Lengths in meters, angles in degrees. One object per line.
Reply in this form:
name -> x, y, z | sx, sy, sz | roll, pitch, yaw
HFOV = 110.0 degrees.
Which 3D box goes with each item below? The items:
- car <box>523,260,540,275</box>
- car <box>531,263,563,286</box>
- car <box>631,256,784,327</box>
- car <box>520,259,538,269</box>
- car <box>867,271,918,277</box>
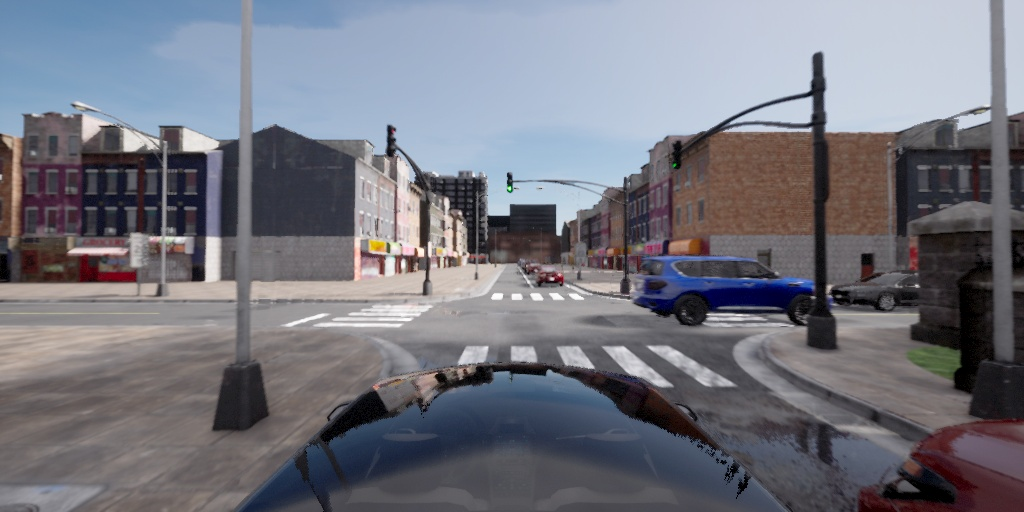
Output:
car -> 2.631, 1.491, 42.268 | 1.888, 1.381, 4.507 | 0, 0, 0
car -> 2.634, 1.403, 25.957 | 1.888, 1.381, 4.507 | 0, 0, 0
car -> 6.657, 1.024, 11.266 | 5.566, 2.045, 2.150 | 0, -1, 0
car -> 2.630, 1.293, 47.706 | 2.192, 1.841, 5.009 | 0, 0, 0
car -> 15.302, 1.350, 14.146 | 4.892, 1.490, 1.837 | 0, -1, 0
